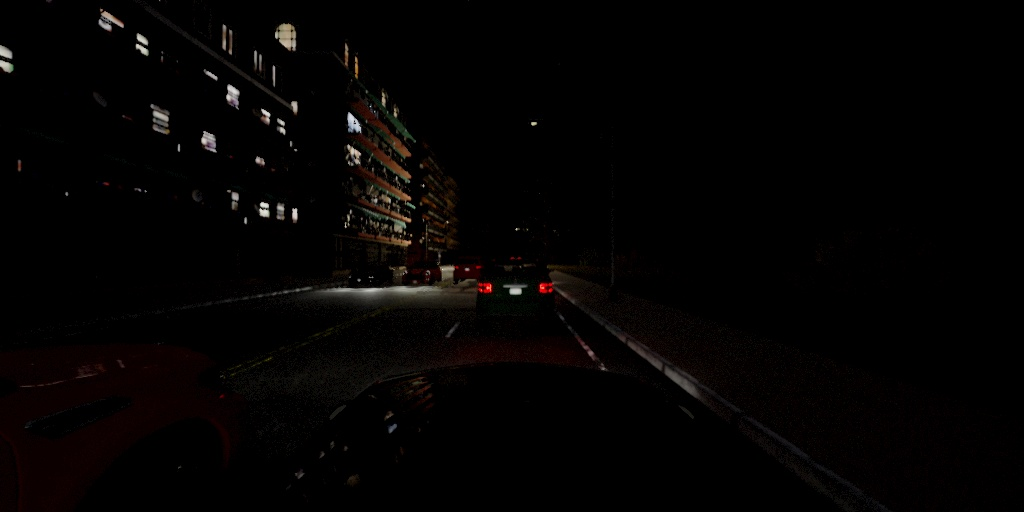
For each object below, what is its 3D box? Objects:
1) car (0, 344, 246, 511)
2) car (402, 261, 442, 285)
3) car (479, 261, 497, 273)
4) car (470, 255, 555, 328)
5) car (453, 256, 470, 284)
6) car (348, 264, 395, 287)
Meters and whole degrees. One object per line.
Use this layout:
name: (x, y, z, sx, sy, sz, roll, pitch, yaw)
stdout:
car: (-3.149, 0.966, 0.395, 2.150, 2.045, 5.566, 0, 0, 0)
car: (-6.581, 1.172, 26.564, 2.097, 1.767, 4.553, 0, 0, 0)
car: (-3.116, 1.421, 47.240, 2.033, 1.411, 5.357, 0, 0, 0)
car: (0.104, 0.999, 11.704, 2.150, 2.045, 5.566, 0, 0, 0)
car: (-3.129, 1.045, 27.696, 2.150, 2.045, 5.566, 0, 0, 0)
car: (-9.833, 1.322, 25.474, 1.837, 1.490, 4.892, 0, 0, 0)
